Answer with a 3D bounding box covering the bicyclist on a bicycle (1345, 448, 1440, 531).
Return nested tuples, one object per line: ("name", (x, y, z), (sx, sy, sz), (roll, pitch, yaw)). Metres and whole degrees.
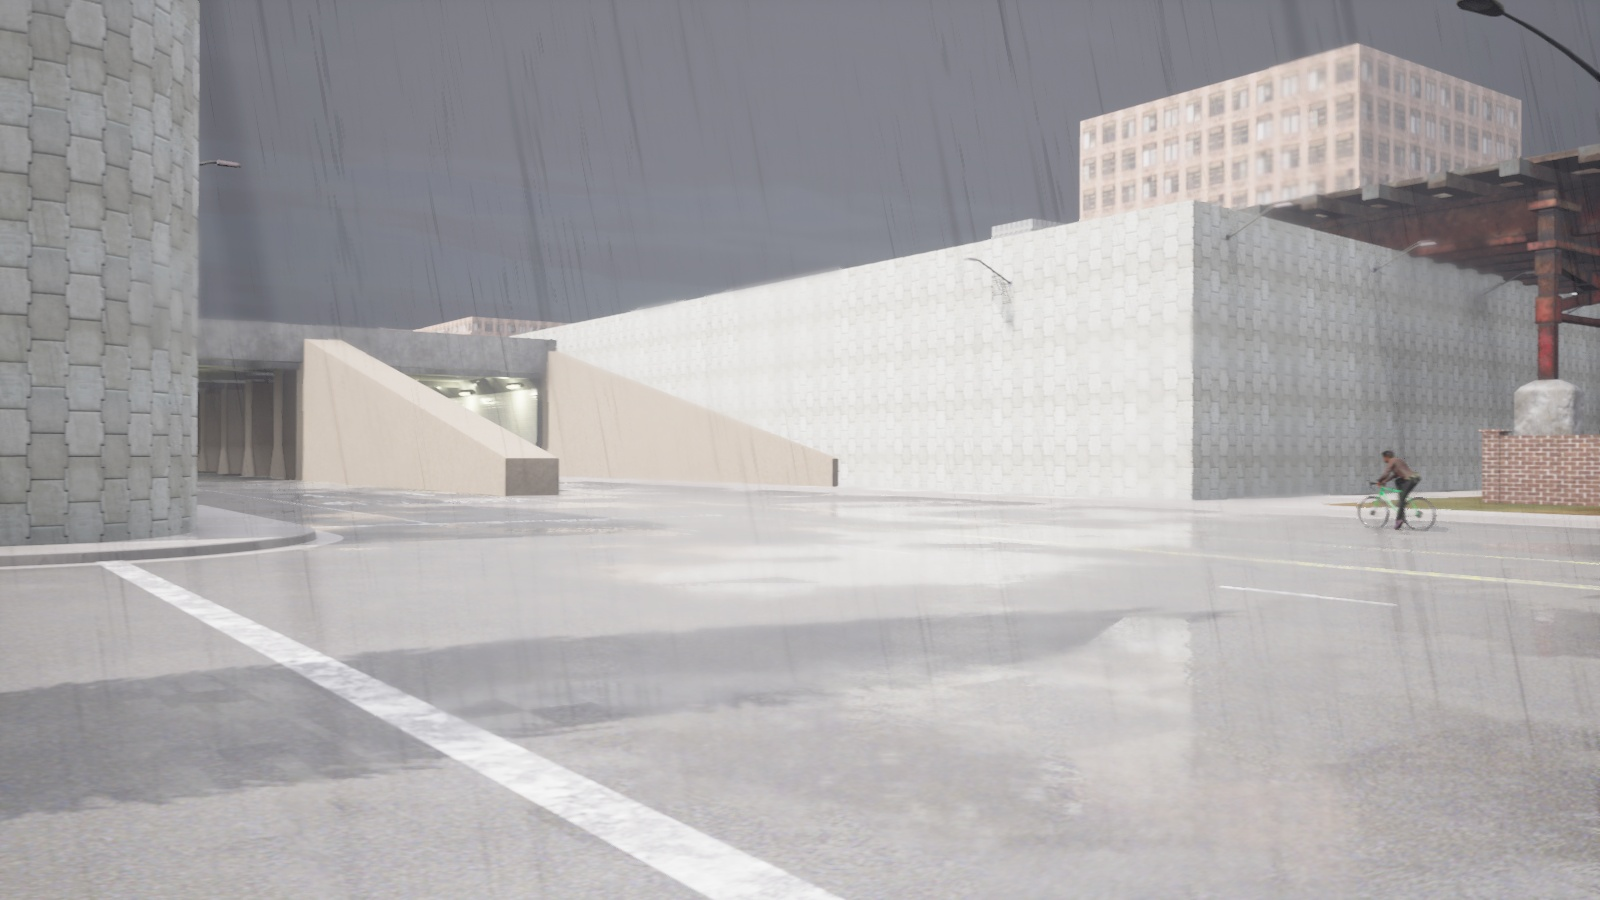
("bicyclist on a bicycle", (11.936, 0.774, 25.348), (0.582, 1.620, 1.656), (0, -1, -34))
